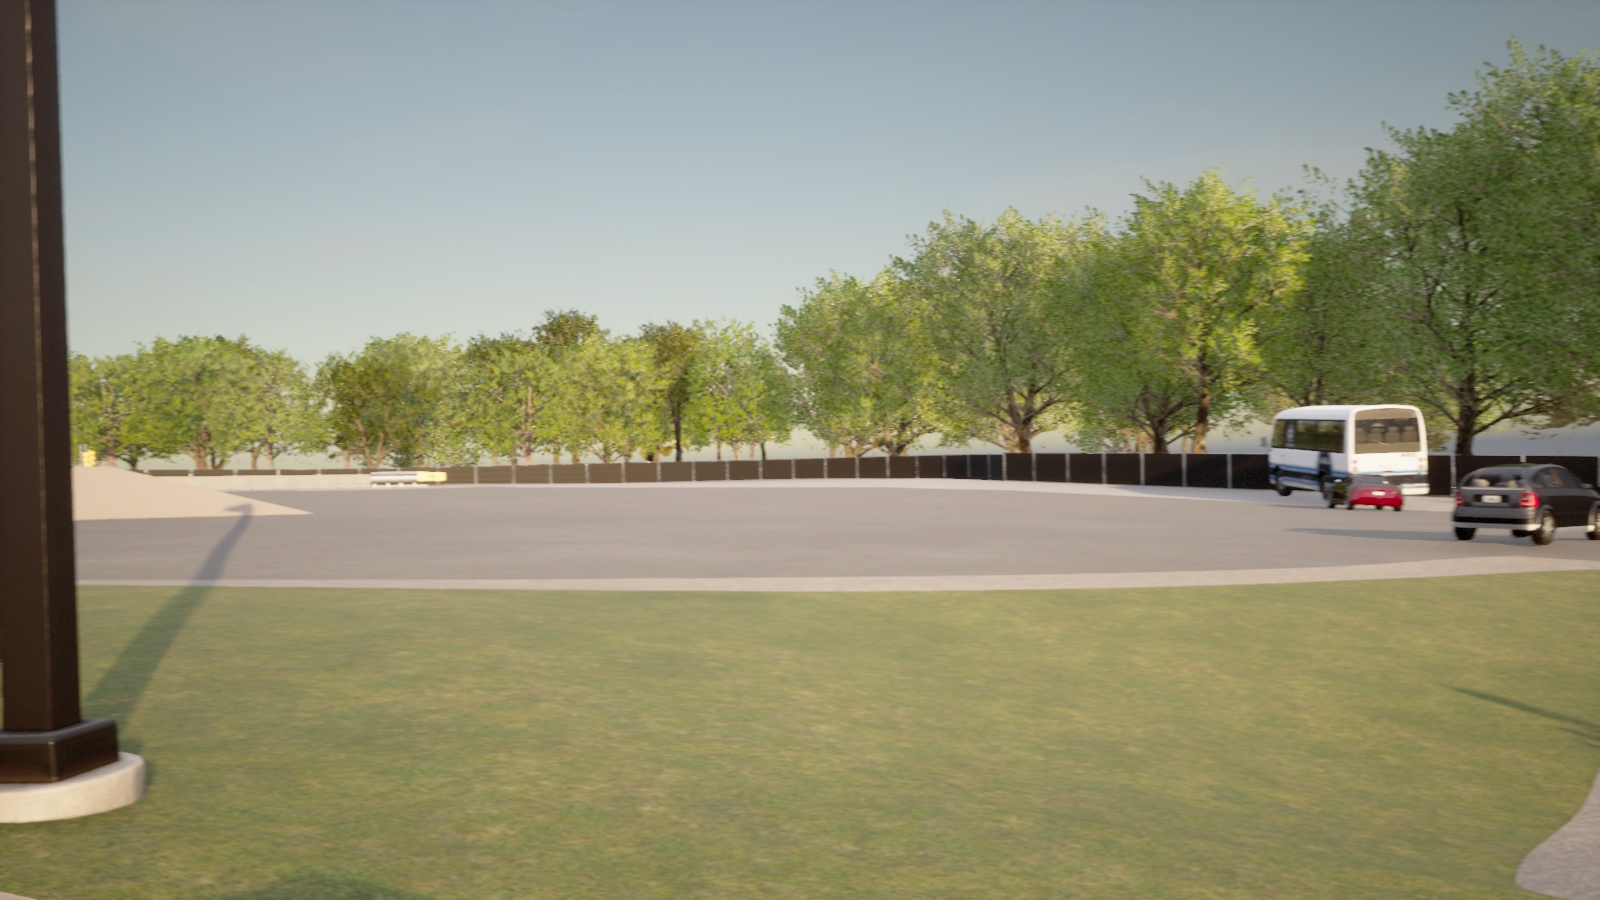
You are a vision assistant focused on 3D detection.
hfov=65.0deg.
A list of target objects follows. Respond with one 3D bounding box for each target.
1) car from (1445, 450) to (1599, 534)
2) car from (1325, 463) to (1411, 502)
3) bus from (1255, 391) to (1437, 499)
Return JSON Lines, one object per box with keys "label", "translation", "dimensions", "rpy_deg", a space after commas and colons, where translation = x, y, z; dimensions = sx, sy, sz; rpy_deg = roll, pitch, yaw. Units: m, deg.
{"label": "car", "translation": [14.783, 0.795, 25.247], "dimensions": [3.705, 1.549, 1.789], "rpy_deg": [0, -1, -37]}
{"label": "car", "translation": [21.383, 1.196, 47.417], "dimensions": [1.994, 1.385, 4.181], "rpy_deg": [1, -1, 10]}
{"label": "bus", "translation": [24.427, -0.342, 57.025], "dimensions": [3.944, 4.253, 10.273], "rpy_deg": [-3, 2, 2]}
